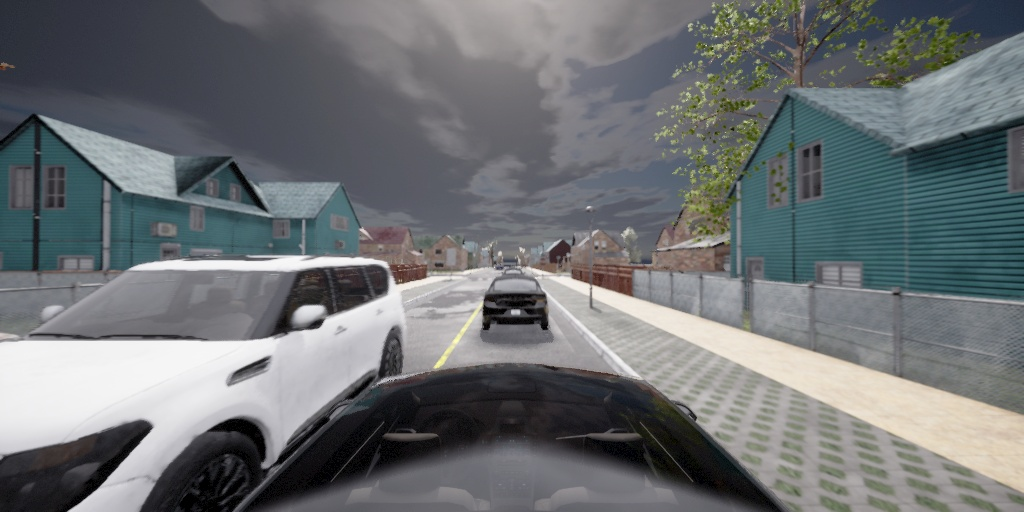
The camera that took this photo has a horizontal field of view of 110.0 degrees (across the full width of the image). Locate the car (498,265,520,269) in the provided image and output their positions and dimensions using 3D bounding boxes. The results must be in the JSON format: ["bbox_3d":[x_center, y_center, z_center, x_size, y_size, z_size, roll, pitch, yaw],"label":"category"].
[{"bbox_3d":[0.097,1.632,27.543,1.812,1.442,4.674,0,-1,0],"label":"car"}]

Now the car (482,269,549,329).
[{"bbox_3d":[0.098,1.362,11.867,1.882,1.535,5.008,0,-1,0],"label":"car"}]

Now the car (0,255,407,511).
[{"bbox_3d":[-2.849,0.997,3.901,2.150,2.045,5.566,0,-1,0],"label":"car"}]
